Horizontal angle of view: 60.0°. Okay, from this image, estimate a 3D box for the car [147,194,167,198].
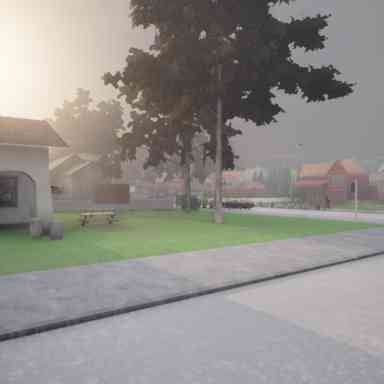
[{"bbox_3d":[-6.838,1.562,59.921,1.994,1.385,4.181,0,0,-36],"label":"car"}]

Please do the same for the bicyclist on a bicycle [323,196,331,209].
[{"bbox_3d":[16.758,1.345,41.316,1.656,1.620,0.582,0,0,-36],"label":"bicyclist on a bicycle"}]

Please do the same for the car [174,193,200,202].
[{"bbox_3d":[-0.920,1.218,58.628,2.150,2.045,5.566,0,0,-35],"label":"car"}]

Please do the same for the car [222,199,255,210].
[{"bbox_3d":[5.709,1.597,42.302,1.895,1.301,4.718,0,0,-36],"label":"car"}]
